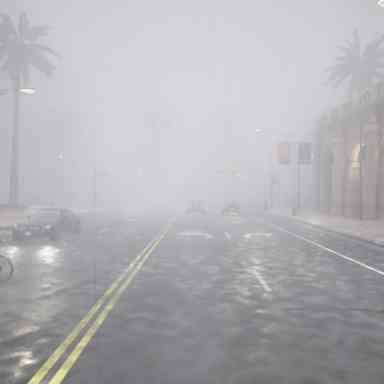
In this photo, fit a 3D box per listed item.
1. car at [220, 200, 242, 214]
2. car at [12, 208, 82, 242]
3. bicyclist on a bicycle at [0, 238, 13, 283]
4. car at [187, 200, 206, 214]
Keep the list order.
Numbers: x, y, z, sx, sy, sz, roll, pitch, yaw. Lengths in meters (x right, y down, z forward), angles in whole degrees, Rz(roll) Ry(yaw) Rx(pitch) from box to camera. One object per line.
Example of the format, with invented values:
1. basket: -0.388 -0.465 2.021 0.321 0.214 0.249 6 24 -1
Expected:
1. car: 3.970 1.526 34.847 1.812 1.442 4.674 0 0 2
2. car: -6.977 1.525 16.563 1.812 1.442 4.674 0 0 1
3. bicyclist on a bicycle: -5.213 1.455 8.137 1.656 1.620 0.582 -2 0 0
4. car: 0.436 1.547 34.867 2.033 1.411 5.357 0 0 1
